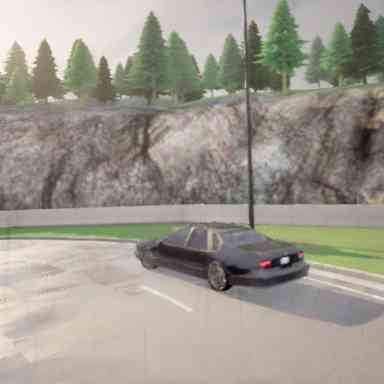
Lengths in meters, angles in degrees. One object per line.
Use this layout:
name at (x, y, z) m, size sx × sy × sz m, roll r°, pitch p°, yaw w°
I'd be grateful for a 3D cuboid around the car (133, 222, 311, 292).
car at (0.415, 1.540, 8.983) m, size 2.033 × 1.411 × 5.357 m, roll -2°, pitch 0°, yaw -38°
